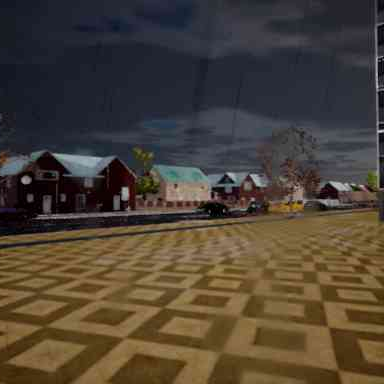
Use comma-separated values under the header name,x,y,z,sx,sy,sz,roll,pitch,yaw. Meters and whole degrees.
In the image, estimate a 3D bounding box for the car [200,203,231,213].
name,x,y,z,sx,sy,sz,roll,pitch,yaw
car,3.484,2.271,48.437,1.895,1.301,4.718,-1,-1,44

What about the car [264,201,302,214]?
name,x,y,z,sx,sy,sz,roll,pitch,yaw
car,11.735,2.043,42.812,1.882,1.535,5.008,-1,-1,44

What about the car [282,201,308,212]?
name,x,y,z,sx,sy,sz,roll,pitch,yaw
car,16.301,2.221,52.502,1.882,1.535,5.008,-1,-1,43

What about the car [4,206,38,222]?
name,x,y,z,sx,sy,sz,roll,pitch,yaw
car,-15.884,1.877,27.868,2.033,1.411,5.357,-1,-1,43

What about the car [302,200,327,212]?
name,x,y,z,sx,sy,sz,roll,pitch,yaw
car,18.649,2.054,50.259,2.097,1.767,4.553,-1,-1,43

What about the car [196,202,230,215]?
name,x,y,z,sx,sy,sz,roll,pitch,yaw
car,2.591,2.073,42.773,1.837,1.490,4.892,-1,-1,43

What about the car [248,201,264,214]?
name,x,y,z,sx,sy,sz,roll,pitch,yaw
car,9.586,1.963,45.281,2.097,1.767,4.553,-1,-1,44

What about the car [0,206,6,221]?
name,x,y,z,sx,sy,sz,roll,pitch,yaw
car,-15.987,1.848,23.008,1.895,1.301,4.718,-1,-1,43
